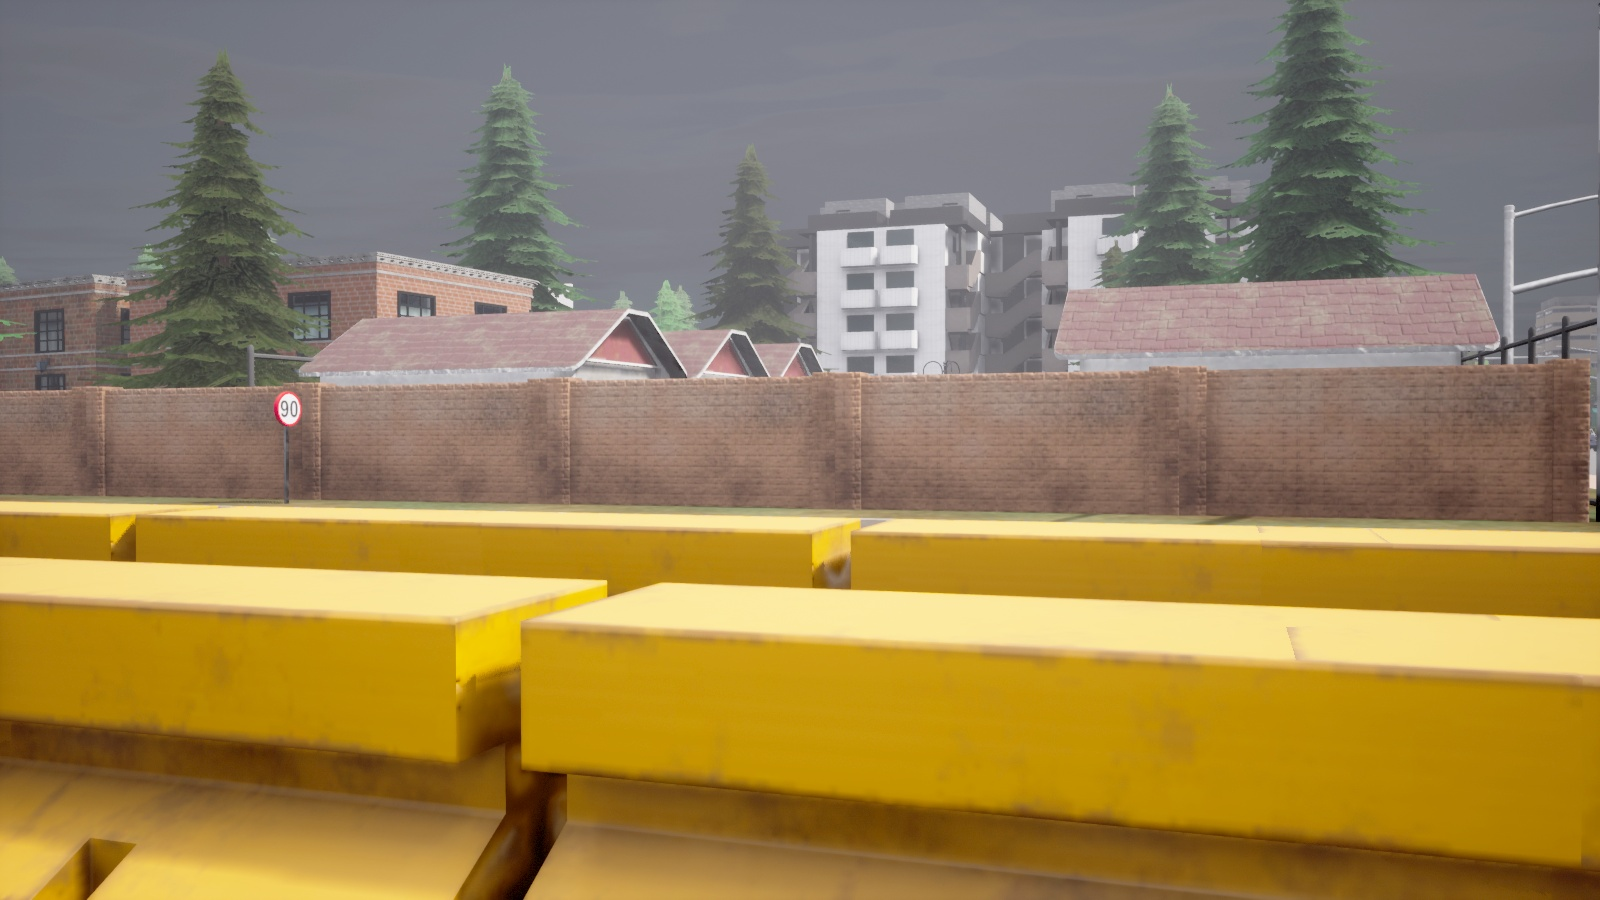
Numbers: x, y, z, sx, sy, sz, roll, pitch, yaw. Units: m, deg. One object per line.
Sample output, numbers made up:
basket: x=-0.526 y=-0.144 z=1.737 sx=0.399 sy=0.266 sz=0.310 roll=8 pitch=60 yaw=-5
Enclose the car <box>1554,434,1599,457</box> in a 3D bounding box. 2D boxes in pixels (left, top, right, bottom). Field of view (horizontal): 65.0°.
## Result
car: x=50.429 y=-0.323 z=81.439 sx=1.970 sy=1.475 sz=3.806 roll=1 pitch=1 yaw=20
